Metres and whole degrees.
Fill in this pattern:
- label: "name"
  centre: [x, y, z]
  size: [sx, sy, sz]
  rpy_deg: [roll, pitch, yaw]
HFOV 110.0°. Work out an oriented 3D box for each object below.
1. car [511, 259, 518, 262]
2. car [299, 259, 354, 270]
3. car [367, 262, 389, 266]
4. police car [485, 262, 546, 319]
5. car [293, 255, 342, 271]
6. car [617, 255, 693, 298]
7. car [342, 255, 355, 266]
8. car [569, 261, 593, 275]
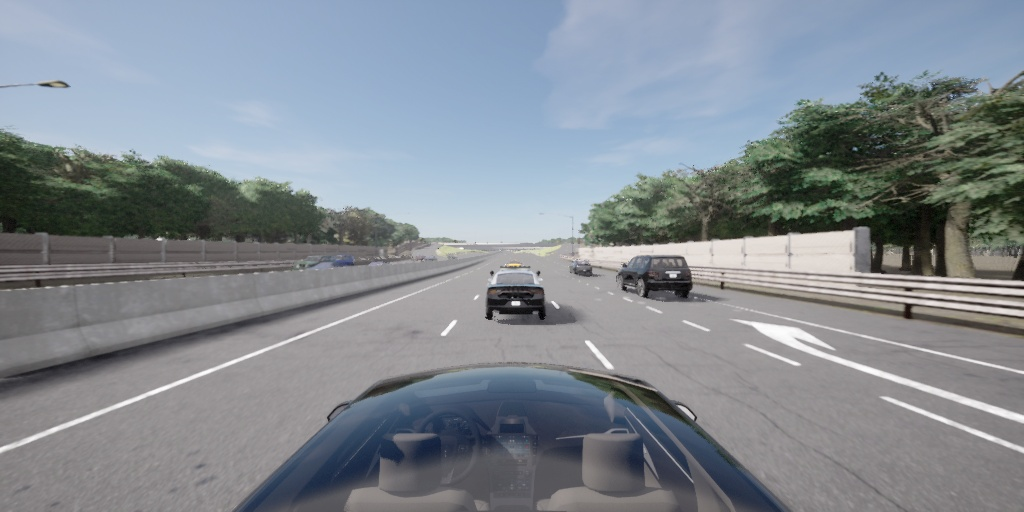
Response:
- label: "car"
  centre: [0.307, 1.173, 44.800]
  size: [1.801, 1.575, 5.366]
  rpy_deg: [0, 0, 1]
- label: "car"
  centre: [-17.475, 1.290, 34.159]
  size: [2.033, 1.411, 5.357]
  rpy_deg: [0, 0, 0]
- label: "car"
  centre: [-13.947, 1.288, 37.484]
  size: [2.033, 1.411, 5.357]
  rpy_deg: [0, 0, 1]
- label: "police car"
  centre: [0.119, 1.173, 13.018]
  size: [1.930, 1.638, 5.238]
  rpy_deg: [0, 0, 0]
- label: "car"
  centre: [-20.934, 0.959, 38.477]
  size: [2.150, 2.045, 5.566]
  rpy_deg: [0, 0, 1]
- label: "car"
  centre: [7.149, 0.970, 18.518]
  size: [2.150, 2.045, 5.566]
  rpy_deg: [0, 0, 1]
- label: "car"
  centre: [-24.292, 0.886, 50.671]
  size: [2.150, 2.045, 5.566]
  rpy_deg: [0, 1, 1]
- label: "car"
  centre: [7.250, 1.235, 38.072]
  size: [2.128, 1.511, 4.902]
  rpy_deg: [0, 0, 0]
